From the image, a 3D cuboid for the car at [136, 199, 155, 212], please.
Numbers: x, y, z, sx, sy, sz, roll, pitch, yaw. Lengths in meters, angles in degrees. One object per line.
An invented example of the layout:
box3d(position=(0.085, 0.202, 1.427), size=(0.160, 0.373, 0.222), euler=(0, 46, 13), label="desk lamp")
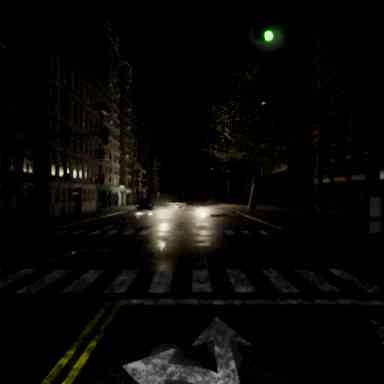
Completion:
box3d(position=(-6.484, 1.818, 46.758), size=(2.097, 1.767, 4.553), euler=(0, -1, 0), label="car")
